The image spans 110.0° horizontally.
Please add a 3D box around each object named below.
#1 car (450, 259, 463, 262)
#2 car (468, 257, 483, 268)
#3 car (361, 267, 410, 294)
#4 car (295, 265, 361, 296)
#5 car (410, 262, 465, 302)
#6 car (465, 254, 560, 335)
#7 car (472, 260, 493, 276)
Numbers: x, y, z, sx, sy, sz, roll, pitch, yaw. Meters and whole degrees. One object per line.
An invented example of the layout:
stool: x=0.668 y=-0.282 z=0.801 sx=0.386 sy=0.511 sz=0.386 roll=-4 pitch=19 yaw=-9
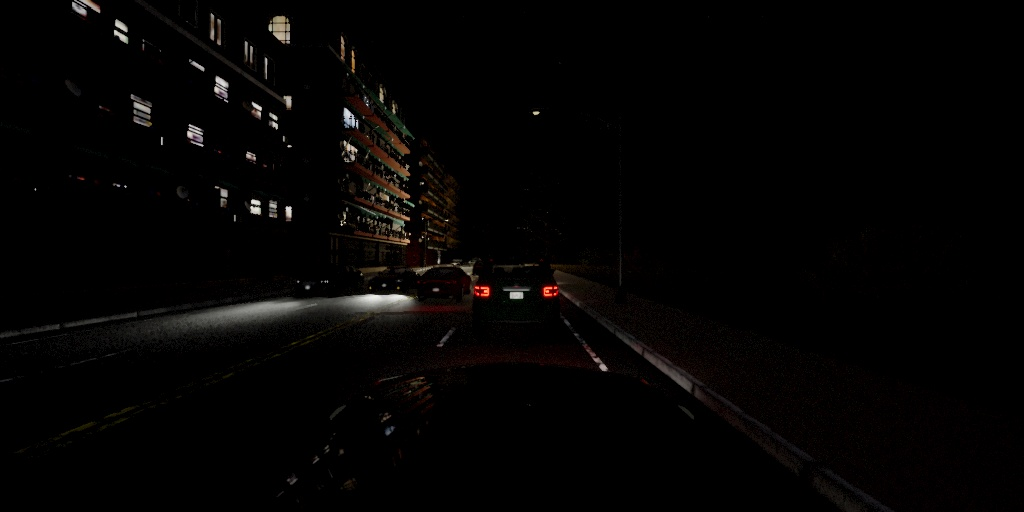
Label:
car: x=-9.660 y=1.240 z=62.908 sx=2.128 sy=1.511 sz=4.902 roll=0 pitch=0 yaw=1
car: x=-6.409 y=1.101 z=63.170 sx=2.097 sy=1.767 sz=4.553 roll=0 pitch=0 yaw=1
car: x=-6.554 y=1.316 z=20.378 sx=1.994 sy=1.385 sz=4.181 roll=0 pitch=0 yaw=0
car: x=-9.806 y=1.243 z=19.665 sx=2.128 sy=1.511 sz=4.902 roll=0 pitch=0 yaw=0
car: x=-3.112 y=1.229 z=17.165 sx=1.882 sy=1.535 sz=5.008 roll=0 pitch=0 yaw=0
car: x=0.116 y=0.973 z=10.693 sx=2.150 sy=2.045 sz=5.566 roll=0 pitch=0 yaw=0
car: x=-3.060 y=1.229 z=38.151 sx=1.882 sy=1.535 sz=5.008 roll=0 pitch=0 yaw=0
